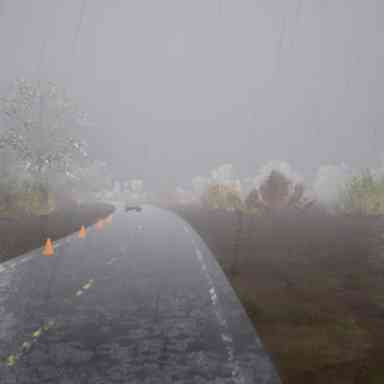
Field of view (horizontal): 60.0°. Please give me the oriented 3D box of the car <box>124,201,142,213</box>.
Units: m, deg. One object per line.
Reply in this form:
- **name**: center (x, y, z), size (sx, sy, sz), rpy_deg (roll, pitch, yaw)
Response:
- **car**: center (-7.577, 1.781, 41.879), size (2.033, 1.411, 5.357), rpy_deg (0, 0, -16)

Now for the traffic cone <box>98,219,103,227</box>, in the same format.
- **traffic cone**: center (-6.238, 2.082, 22.564), size (0.340, 0.580, 0.340), rpy_deg (0, 0, -6)

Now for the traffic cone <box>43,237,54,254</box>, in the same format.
- **traffic cone**: center (-5.472, 2.030, 12.706), size (0.340, 0.580, 0.340), rpy_deg (0, 0, -3)

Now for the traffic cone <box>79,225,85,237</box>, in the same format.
- **traffic cone**: center (-5.803, 2.056, 17.639), size (0.340, 0.580, 0.340), rpy_deg (0, 0, -4)
